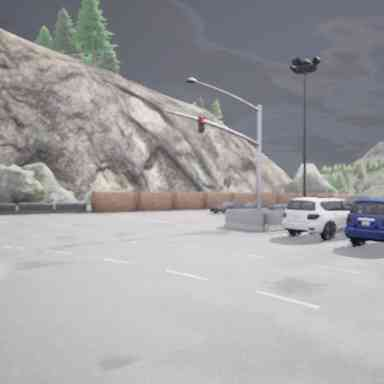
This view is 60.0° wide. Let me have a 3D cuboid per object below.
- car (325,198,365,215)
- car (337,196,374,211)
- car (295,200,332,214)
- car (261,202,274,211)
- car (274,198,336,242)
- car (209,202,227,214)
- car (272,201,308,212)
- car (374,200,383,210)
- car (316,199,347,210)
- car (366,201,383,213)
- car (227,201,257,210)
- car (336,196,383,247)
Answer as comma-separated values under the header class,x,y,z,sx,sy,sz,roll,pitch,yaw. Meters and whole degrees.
class,x,y,z,sx,sy,sz,roll,pitch,yaw
car,17.411,1.594,37.748,4.553,1.767,2.097,0,0,-35
car,22.400,1.523,45.597,5.566,2.045,2.150,0,0,-35
car,14.710,1.764,40.121,4.674,1.442,1.812,0,0,-35
car,9.108,1.722,31.933,5.357,1.411,2.033,0,0,-35
car,7.126,1.326,17.412,5.566,2.045,2.150,0,0,-35
car,4.522,1.720,37.241,5.357,1.411,2.033,0,0,-35
car,12.729,1.841,43.007,4.718,1.301,1.895,0,0,-35
car,29.811,1.926,50.964,4.181,1.385,1.994,0,0,-38
car,20.290,1.807,48.391,4.892,1.490,1.837,0,0,-35
car,24.383,1.863,42.712,4.181,1.385,1.994,0,0,-35
car,6.533,1.719,34.395,5.357,1.411,2.033,0,0,-36
car,8.874,1.322,14.359,5.566,2.045,2.150,0,0,-35
